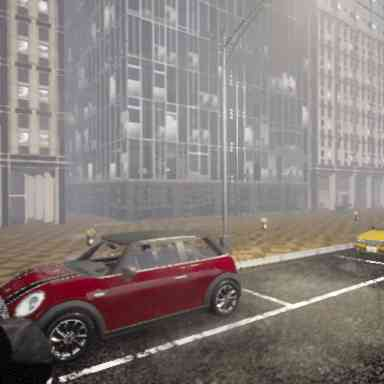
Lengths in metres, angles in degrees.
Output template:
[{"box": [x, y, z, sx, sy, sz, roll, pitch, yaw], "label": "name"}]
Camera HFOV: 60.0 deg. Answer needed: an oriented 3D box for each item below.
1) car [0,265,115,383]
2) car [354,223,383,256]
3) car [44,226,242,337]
[{"box": [-3.033, 1.491, 1.203, 4.902, 1.511, 2.128, 0, 0, -36], "label": "car"}, {"box": [7.737, 1.523, 12.089, 4.829, 1.417, 1.752, 0, 0, -36], "label": "car"}, {"box": [-1.123, 1.439, 5.767, 4.097, 1.590, 1.967, 0, 0, -36], "label": "car"}]
